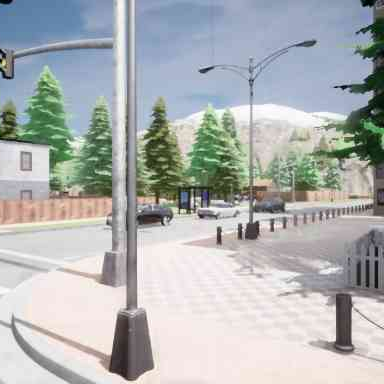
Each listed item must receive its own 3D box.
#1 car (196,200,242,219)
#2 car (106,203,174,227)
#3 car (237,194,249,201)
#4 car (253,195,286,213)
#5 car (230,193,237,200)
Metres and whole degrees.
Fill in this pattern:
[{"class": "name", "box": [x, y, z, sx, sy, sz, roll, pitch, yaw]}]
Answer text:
[{"class": "car", "box": [2.399, 1.586, 28.628, 1.895, 1.301, 4.718, 0, 0, 37]}, {"class": "car", "box": [-3.223, 1.476, 21.240, 2.128, 1.511, 4.902, 0, 0, 37]}, {"class": "car", "box": [13.001, 1.144, 77.963, 1.932, 1.855, 4.605, 0, 0, 36]}, {"class": "car", "box": [8.594, 1.337, 36.734, 2.097, 1.767, 4.553, 0, 0, 38]}, {"class": "car", "box": [10.737, 1.146, 79.124, 1.905, 1.878, 3.866, 0, 0, 36]}]
